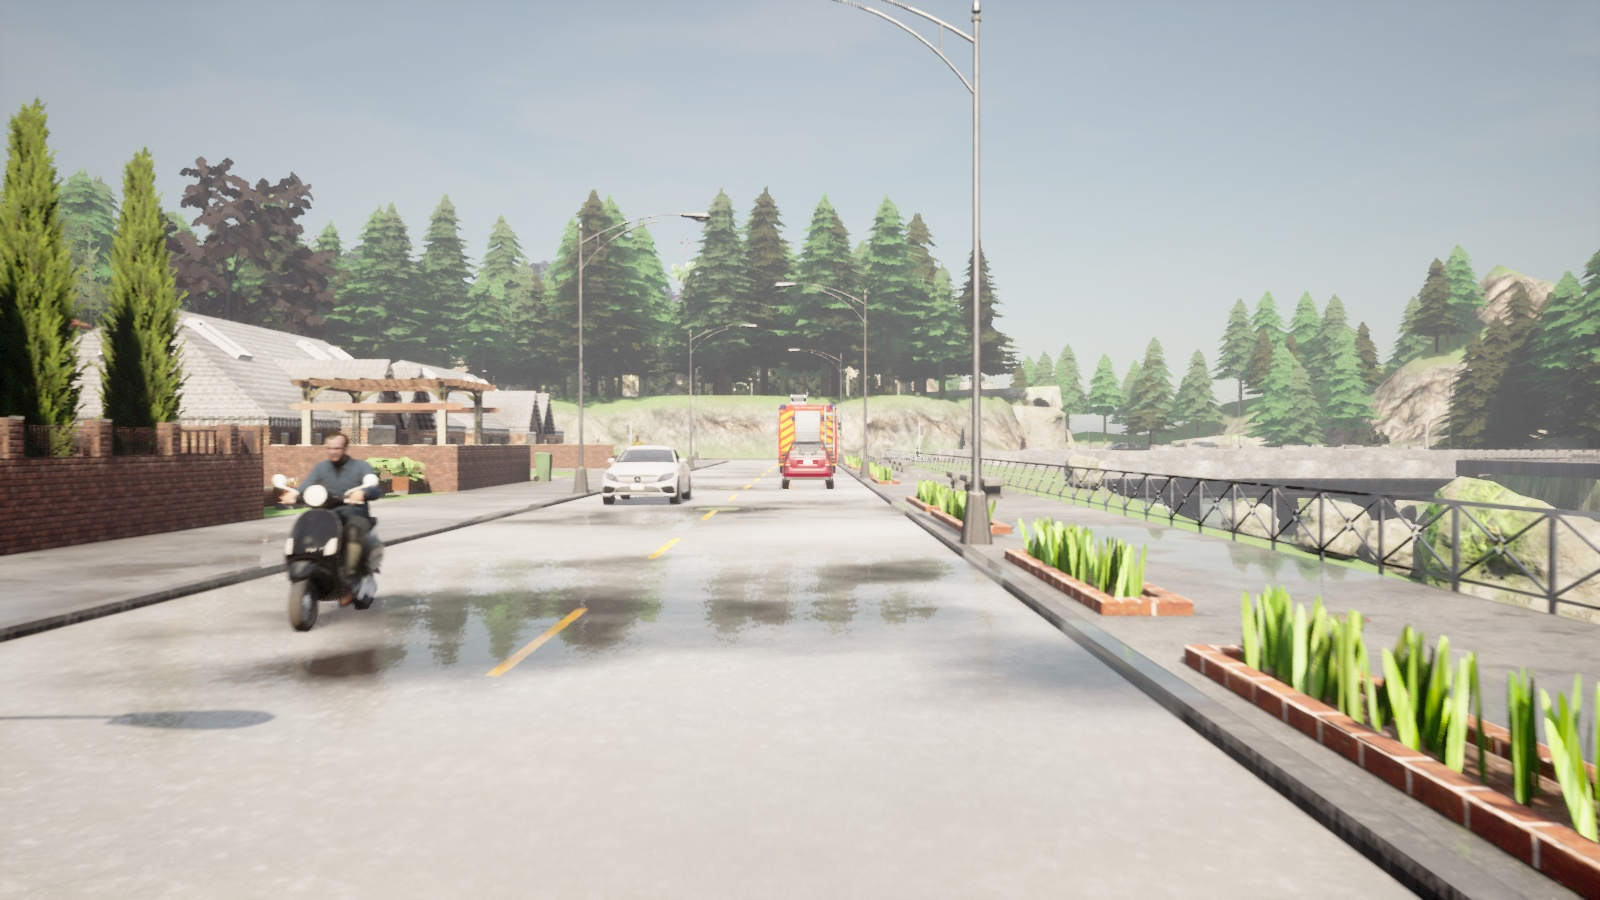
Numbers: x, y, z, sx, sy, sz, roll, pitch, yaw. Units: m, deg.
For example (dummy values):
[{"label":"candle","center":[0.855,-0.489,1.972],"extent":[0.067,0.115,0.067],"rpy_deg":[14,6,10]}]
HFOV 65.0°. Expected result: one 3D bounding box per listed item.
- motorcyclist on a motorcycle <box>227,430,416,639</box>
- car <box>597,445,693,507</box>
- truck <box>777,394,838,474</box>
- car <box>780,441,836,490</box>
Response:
[{"label":"motorcyclist on a motorcycle","center":[-3.914,0.638,10.458],"extent":[0.866,1.590,1.817],"rpy_deg":[0,0,1]},{"label":"car","center":[-3.804,0.591,31.592],"extent":[1.812,1.442,4.674],"rpy_deg":[0,0,0]},{"label":"truck","center":[0.387,-0.782,64.710],"extent":[2.891,3.827,8.468],"rpy_deg":[0,0,0]},{"label":"car","center":[0.256,0.488,42.062],"extent":[1.789,1.549,3.705],"rpy_deg":[0,0,0]}]
